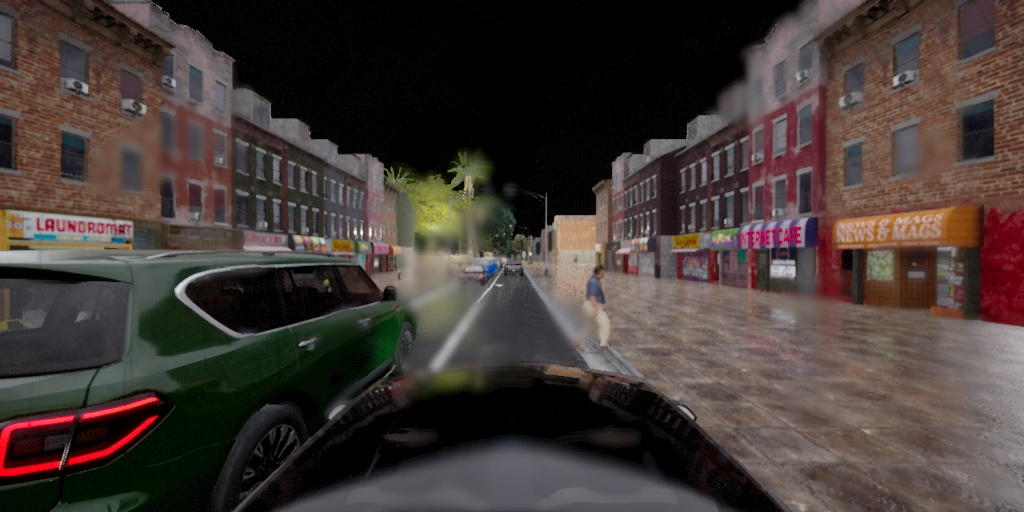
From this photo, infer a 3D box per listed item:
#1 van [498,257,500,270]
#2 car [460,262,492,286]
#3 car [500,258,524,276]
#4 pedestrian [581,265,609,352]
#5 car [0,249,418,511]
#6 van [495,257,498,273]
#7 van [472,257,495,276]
[{"bbox_3d":[-2.559,1.040,41.417,1.690,1.789,3.998,0,0,0],"label":"van"},{"bbox_3d":[-2.592,1.293,25.024,1.802,1.307,4.207,0,0,0],"label":"car"},{"bbox_3d":[0.169,1.191,36.056,2.128,1.511,4.902,0,0,0],"label":"car"},{"bbox_3d":[1.687,1.030,7.327,0.375,1.860,0.375,0,0,0],"label":"pedestrian"},{"bbox_3d":[-2.746,0.969,4.085,2.150,2.045,5.566,0,0,0],"label":"car"},{"bbox_3d":[-2.570,1.044,35.953,1.690,1.789,3.998,0,0,0],"label":"van"},{"bbox_3d":[-2.581,1.048,30.489,1.690,1.789,3.998,0,0,0],"label":"van"}]
